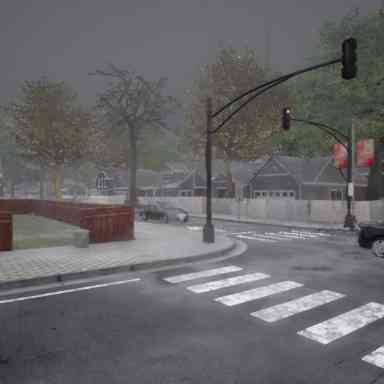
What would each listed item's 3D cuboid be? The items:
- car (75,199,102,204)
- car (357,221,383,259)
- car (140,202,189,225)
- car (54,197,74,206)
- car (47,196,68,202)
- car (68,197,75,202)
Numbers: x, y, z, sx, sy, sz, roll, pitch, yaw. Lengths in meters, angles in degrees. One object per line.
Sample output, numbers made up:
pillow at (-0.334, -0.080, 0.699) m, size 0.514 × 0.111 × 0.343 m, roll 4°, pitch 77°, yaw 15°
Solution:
car at (-11.233, 1.574, 37.192) m, size 1.812 × 1.442 × 4.674 m, roll 0°, pitch 0°, yaw -35°
car at (7.909, 1.480, 10.486) m, size 1.882 × 1.535 × 5.008 m, roll 0°, pitch 0°, yaw -36°
car at (-2.101, 1.516, 24.389) m, size 2.128 × 1.511 × 4.902 m, roll 0°, pitch 0°, yaw -36°
car at (-22.218, 1.601, 57.493) m, size 2.128 × 1.511 × 4.902 m, roll 0°, pitch 0°, yaw -36°
car at (-20.827, 1.363, 50.810) m, size 1.882 × 1.535 × 5.008 m, roll 0°, pitch 0°, yaw -36°
car at (-16.569, 1.654, 49.678) m, size 1.994 × 1.385 × 4.181 m, roll 0°, pitch 0°, yaw -35°
